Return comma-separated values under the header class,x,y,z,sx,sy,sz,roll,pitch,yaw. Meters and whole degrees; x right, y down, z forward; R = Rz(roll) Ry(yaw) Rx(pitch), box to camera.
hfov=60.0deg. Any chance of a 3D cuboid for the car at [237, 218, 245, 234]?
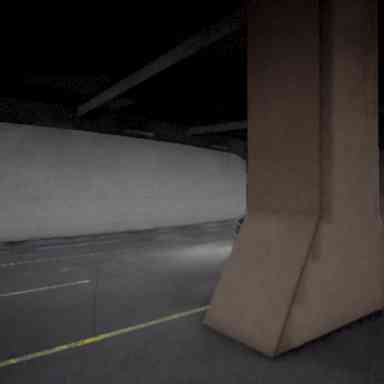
class,x,y,z,sx,sy,sz,roll,pitch,yaw
car,4.221,1.526,17.354,2.128,1.511,4.902,0,0,42
